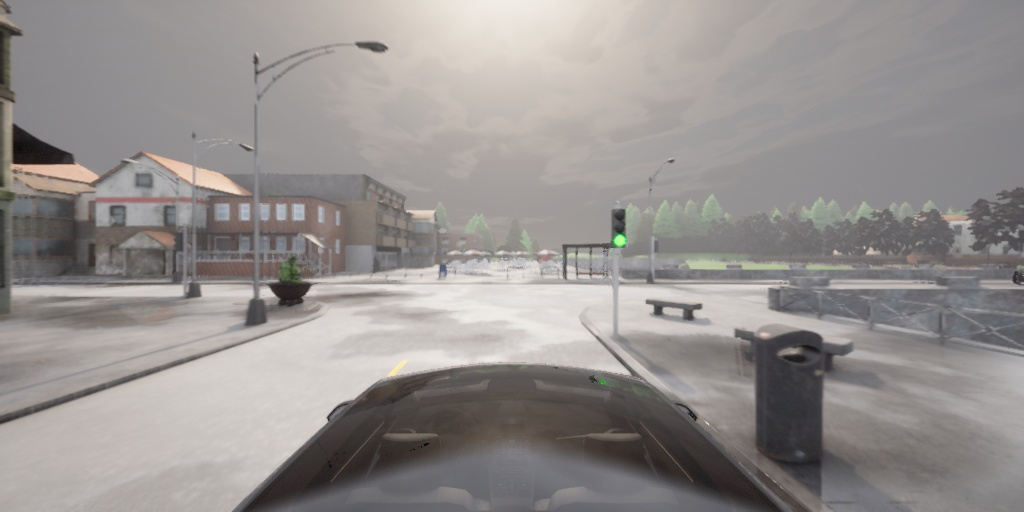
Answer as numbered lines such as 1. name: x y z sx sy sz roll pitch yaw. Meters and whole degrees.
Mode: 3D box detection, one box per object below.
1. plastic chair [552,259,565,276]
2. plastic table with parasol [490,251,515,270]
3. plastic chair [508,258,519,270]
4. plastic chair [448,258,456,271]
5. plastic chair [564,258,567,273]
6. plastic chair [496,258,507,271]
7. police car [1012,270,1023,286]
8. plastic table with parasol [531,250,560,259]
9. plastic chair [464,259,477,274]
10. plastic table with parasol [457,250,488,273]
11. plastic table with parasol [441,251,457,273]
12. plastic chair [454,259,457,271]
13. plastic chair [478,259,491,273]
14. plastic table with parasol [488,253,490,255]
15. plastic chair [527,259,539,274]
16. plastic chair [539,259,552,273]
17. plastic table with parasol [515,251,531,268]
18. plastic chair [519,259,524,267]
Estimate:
1. plastic chair: 4.847 1.192 37.607 0.730 1.272 0.750 0 0 0
2. plastic table with parasol: -1.202 0.569 45.508 2.482 2.480 2.482 0 0 0
3. plastic chair: 0.148 1.173 45.408 0.730 1.272 0.750 0 0 0
4. plastic chair: -7.049 1.178 43.941 0.750 1.272 0.730 0 0 -1
5. plastic chair: 6.348 1.171 46.307 0.730 1.272 0.750 0 0 0
6. plastic chair: -1.253 1.176 44.308 0.750 1.272 0.730 0 0 0
7. police car: 34.756 1.123 22.607 5.238 1.638 1.930 0 0 0
8. plastic table with parasol: 3.587 0.588 37.777 2.482 2.480 2.482 0 0 0
9. plastic chair: -4.354 1.194 37.309 0.750 1.272 0.730 0 0 0
10. plastic table with parasol: -4.233 0.587 38.529 2.482 2.480 2.482 0 0 0
11. plastic table with parasol: -7.122 0.571 45.119 2.482 2.480 2.482 0 0 0
12. plastic chair: -5.553 1.190 38.609 0.730 1.272 0.750 0 0 0
13. plastic chair: -2.953 1.191 38.408 0.730 1.272 0.750 0 0 0
14. plastic table with parasol: -4.610 0.534 60.039 2.482 2.480 2.482 0 0 0
15. plastic chair: 2.247 1.192 37.808 0.730 1.272 0.750 0 0 0
16. plastic chair: 3.446 1.195 36.508 0.750 1.272 0.730 0 0 0
17. plastic table with parasol: 1.169 0.551 53.118 2.482 2.480 2.482 0 0 0
18. plastic chair: 1.052 1.158 51.940 0.750 1.272 0.730 0 0 -1
